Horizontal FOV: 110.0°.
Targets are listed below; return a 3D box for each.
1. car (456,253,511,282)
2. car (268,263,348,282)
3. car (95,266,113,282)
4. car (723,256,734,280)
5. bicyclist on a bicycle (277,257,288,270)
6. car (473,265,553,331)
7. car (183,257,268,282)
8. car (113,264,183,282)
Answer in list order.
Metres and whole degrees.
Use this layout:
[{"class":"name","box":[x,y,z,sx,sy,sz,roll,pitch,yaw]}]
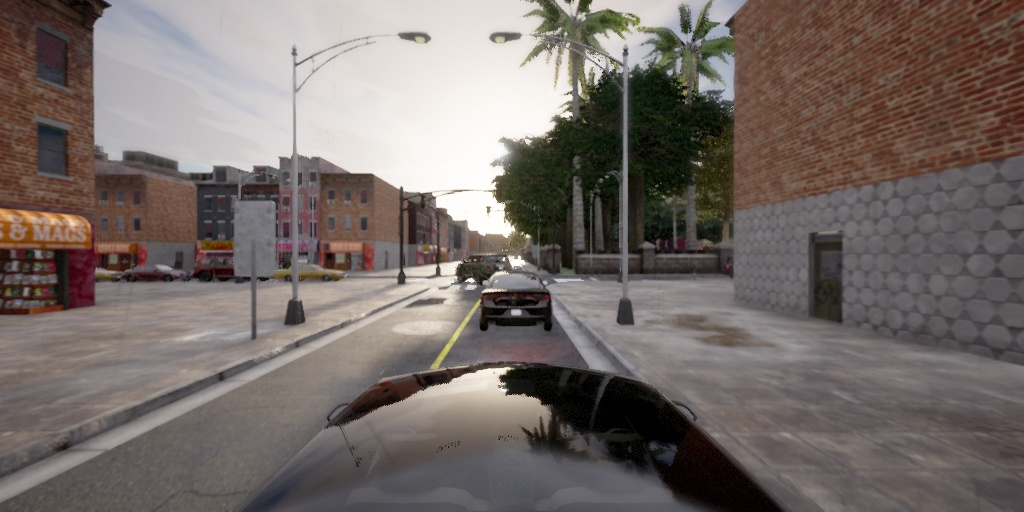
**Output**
[{"class":"car","box":[-2.029,0.843,24.985,2.150,2.045,5.566,1,0,-29]},{"class":"car","box":[-14.441,1.168,25.915,4.829,1.417,1.751,0,0,0]},{"class":"car","box":[-30.797,1.211,25.894,4.829,1.417,1.751,0,0,0]},{"class":"car","box":[17.999,0.877,25.956,5.009,1.841,2.192,0,0,0]},{"class":"bicyclist on a bicycle","box":[-20.145,0.932,31.548,0.582,1.620,1.656,0,1,0]},{"class":"car","box":[0.098,1.174,10.865,1.882,1.535,5.008,0,0,0]},{"class":"car","box":[-20.062,0.971,25.908,5.009,1.841,2.192,0,0,0]},{"class":"car","box":[-25.514,1.253,25.901,4.207,1.307,1.802,0,0,0]}]
